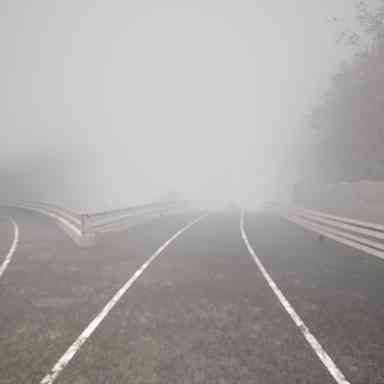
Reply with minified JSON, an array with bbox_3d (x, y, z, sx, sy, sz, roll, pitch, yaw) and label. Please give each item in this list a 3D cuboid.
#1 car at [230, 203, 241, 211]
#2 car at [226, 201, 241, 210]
[{"bbox_3d":[8.464,2.877,64.428,1.994,1.385,4.181,0,-4,11],"label":"car"},{"bbox_3d":[6.615,2.200,54.184,1.837,1.490,4.892,0,-3,10],"label":"car"}]
